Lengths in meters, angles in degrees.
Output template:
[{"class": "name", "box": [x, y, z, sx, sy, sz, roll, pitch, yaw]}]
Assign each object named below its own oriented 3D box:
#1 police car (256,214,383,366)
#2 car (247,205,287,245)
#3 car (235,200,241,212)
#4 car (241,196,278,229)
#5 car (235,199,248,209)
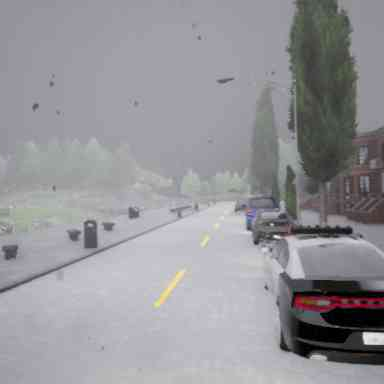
[{"class": "police car", "box": [2.387, 1.440, 6.245, 1.930, 1.638, 5.238, -1, -1, 8]}, {"class": "car", "box": [3.795, 1.598, 16.033, 1.837, 1.490, 4.892, -1, -1, 8]}, {"class": "car", "box": [6.589, 1.944, 43.753, 1.895, 1.301, 4.718, -2, -1, 9]}, {"class": "car", "box": [4.584, 1.315, 22.014, 2.150, 2.045, 5.566, -5, -1, 8]}, {"class": "car", "box": [8.341, 2.005, 56.096, 1.994, 1.385, 4.181, -1, -1, 8]}]
